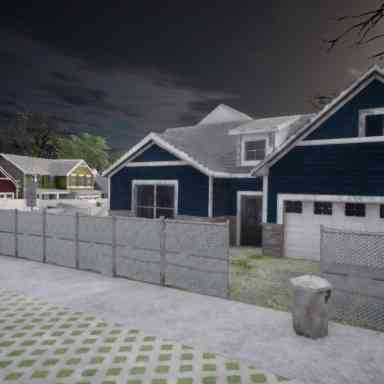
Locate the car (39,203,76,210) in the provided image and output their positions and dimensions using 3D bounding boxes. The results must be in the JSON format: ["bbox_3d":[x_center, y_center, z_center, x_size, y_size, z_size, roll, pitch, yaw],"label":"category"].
[{"bbox_3d":[-13.216,1.766,32.845,1.994,1.385,4.181,1,0,18],"label":"car"}]
